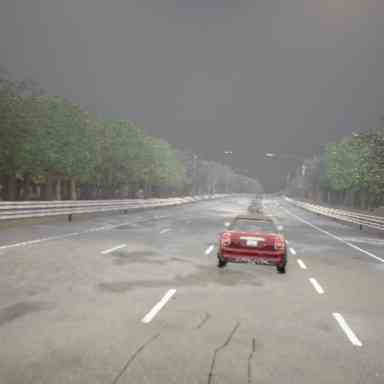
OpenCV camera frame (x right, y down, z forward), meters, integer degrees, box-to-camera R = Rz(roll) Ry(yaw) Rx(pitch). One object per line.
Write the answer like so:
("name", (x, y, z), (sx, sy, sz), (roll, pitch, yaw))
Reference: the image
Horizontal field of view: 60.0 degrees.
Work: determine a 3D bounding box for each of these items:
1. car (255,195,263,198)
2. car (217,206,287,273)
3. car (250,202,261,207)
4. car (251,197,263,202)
("car", (15.420, 2.186, 80.160), (1.895, 1.301, 4.718), (3, 1, 12))
("car", (2.198, 1.582, 12.023), (2.097, 1.767, 4.553), (3, -1, 11))
("car", (6.943, 2.173, 36.786), (2.033, 1.411, 5.357), (3, 0, 11))
("car", (12.057, 2.236, 63.330), (2.033, 1.411, 5.357), (3, 1, 11))
